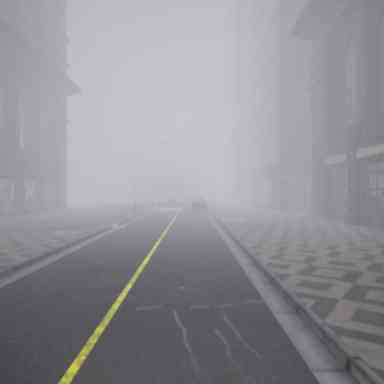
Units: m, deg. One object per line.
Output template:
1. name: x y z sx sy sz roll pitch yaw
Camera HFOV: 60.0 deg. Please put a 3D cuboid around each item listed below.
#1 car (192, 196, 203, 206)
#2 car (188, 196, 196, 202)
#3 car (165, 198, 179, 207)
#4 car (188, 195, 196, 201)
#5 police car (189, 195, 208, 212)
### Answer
1. car: 0.879 1.552 56.116 1.882 1.535 5.008 0 0 0
2. car: -0.029 1.646 76.605 1.895 1.301 4.718 0 0 0
3. car: -3.091 1.665 52.146 1.895 1.301 4.718 0 0 0
4. car: -0.035 1.642 91.576 2.128 1.511 4.902 0 0 0
5. police car: 0.884 1.464 40.226 1.930 1.638 5.238 0 0 0
